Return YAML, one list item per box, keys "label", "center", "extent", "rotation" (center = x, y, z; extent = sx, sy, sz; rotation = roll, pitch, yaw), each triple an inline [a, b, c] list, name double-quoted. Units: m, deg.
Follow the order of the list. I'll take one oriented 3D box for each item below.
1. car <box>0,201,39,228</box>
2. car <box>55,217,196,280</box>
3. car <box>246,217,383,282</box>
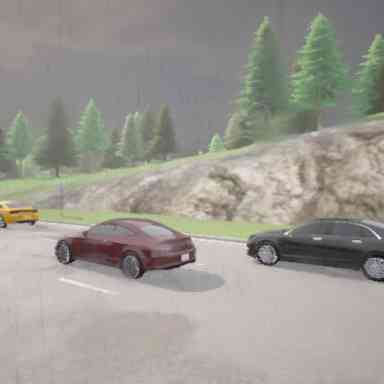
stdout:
- label: "car"
  center: [-11.674, 1.313, 20.920]
  extent: [5.008, 1.535, 1.882]
  rotation: [1, 0, 36]
- label: "car"
  center: [-2.046, 1.471, 9.747]
  extent: [4.674, 1.442, 1.812]
  rotation: [0, 0, 35]
- label: "car"
  center: [3.962, 1.487, 9.765]
  extent: [4.892, 1.490, 1.837]
  rotation: [1, 0, 35]
